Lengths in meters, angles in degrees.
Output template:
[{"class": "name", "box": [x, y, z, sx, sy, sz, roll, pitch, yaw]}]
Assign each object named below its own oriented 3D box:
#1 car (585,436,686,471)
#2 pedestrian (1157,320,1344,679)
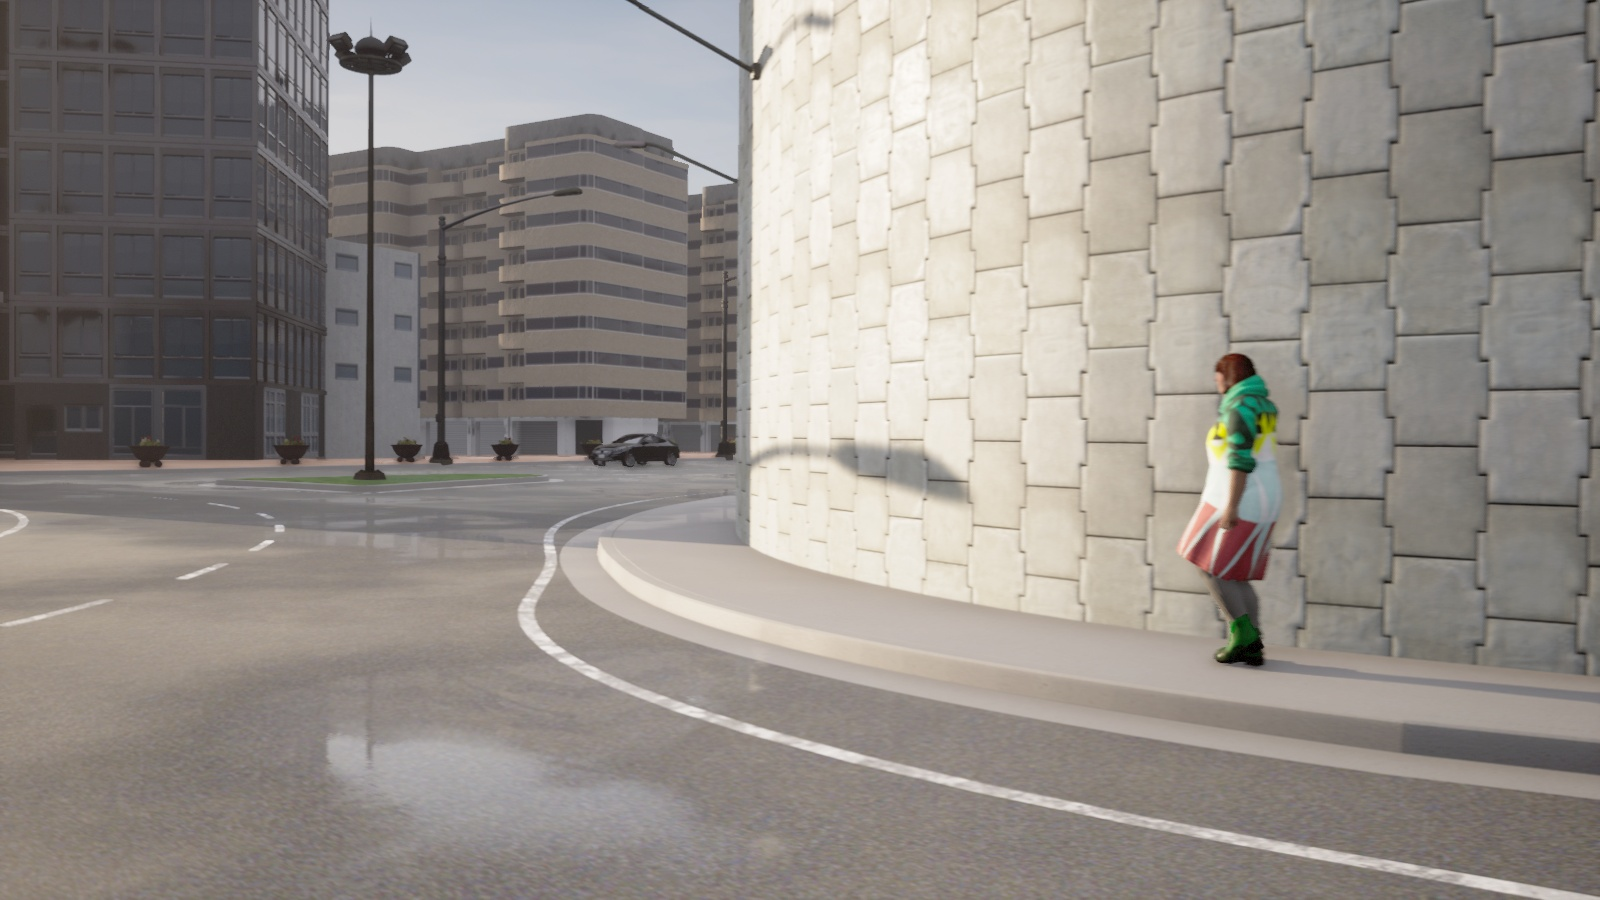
[{"class": "car", "box": [-7.145, 0.130, 54.988, 1.812, 1.442, 4.674, 0, 1, 32]}, {"class": "pedestrian", "box": [2.630, 0.266, 7.329, 0.873, 1.952, 0.659, 0, 1, 35]}]
